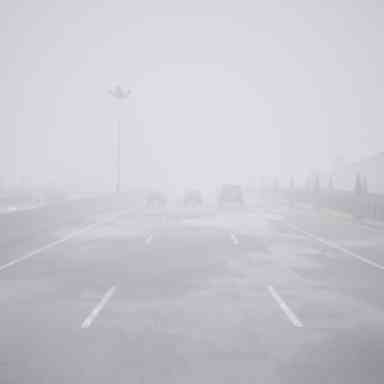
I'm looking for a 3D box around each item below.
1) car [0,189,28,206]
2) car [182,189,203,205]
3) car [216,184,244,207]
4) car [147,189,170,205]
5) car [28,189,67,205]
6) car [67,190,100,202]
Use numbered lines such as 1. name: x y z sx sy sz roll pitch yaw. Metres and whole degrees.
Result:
1. car: -17.596 0.476 33.400 1.882 1.535 5.008 0 2 0
2. car: 0.090 0.494 33.696 1.837 1.490 4.892 0 2 0
3. car: 3.591 0.265 32.105 2.150 2.045 5.566 0 2 0
4. car: -3.408 0.497 33.615 1.837 1.490 4.892 0 2 0
5. car: -14.098 0.480 33.669 2.128 1.511 4.902 0 2 0
6. car: -10.598 0.521 33.475 1.812 1.442 4.674 0 2 0
